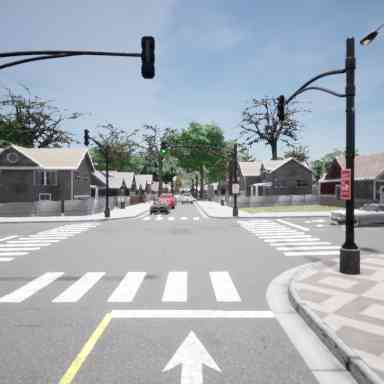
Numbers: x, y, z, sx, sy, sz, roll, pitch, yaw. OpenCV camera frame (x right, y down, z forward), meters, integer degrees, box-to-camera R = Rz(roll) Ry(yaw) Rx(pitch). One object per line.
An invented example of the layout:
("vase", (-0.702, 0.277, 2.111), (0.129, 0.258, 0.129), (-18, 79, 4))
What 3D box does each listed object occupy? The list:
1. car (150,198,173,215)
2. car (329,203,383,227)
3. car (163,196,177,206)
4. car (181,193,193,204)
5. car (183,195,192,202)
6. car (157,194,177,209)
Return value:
("car", (-3.294, 1.621, 34.627), (1.895, 1.301, 4.718), (0, 0, -1))
("car", (10.834, 1.352, 19.912), (4.718, 1.301, 1.895), (-1, 0, -1))
("car", (-3.629, 1.543, 56.153), (2.128, 1.511, 4.902), (0, 0, -1))
("car", (-0.946, 1.291, 65.860), (2.150, 2.045, 5.566), (0, 0, -1))
("car", (-1.112, 1.476, 76.249), (1.994, 1.385, 4.181), (0, 0, -1))
("car", (-3.461, 1.257, 45.370), (2.150, 2.045, 5.566), (0, 0, -1))
